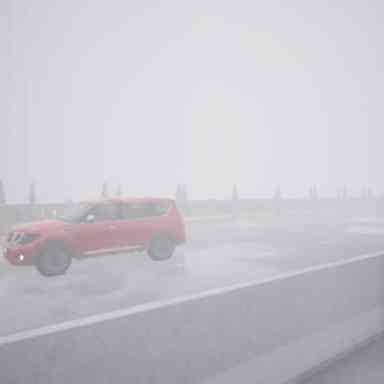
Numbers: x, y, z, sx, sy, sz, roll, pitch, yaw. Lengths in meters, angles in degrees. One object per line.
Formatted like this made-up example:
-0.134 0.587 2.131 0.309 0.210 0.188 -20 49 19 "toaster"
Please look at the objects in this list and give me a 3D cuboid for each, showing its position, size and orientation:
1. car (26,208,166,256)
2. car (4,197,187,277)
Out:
-3.913 1.526 14.098 5.357 1.411 2.033 0 0 -35 "car"
-2.782 1.205 10.605 5.566 2.045 2.150 0 0 -35 "car"
